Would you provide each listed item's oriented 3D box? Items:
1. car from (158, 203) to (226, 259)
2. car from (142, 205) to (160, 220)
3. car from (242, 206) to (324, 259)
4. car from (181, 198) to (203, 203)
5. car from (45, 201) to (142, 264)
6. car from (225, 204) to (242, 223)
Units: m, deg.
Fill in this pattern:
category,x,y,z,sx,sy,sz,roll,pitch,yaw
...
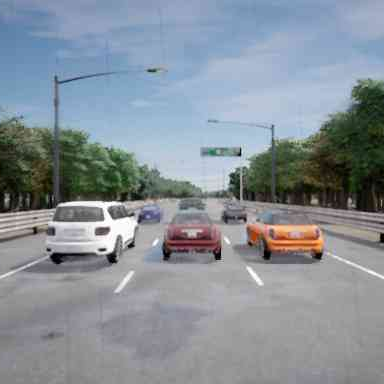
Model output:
category,x,y,z,sx,sy,sz,roll,pitch,yaw
car,0.017,1.493,13.424,2.097,1.767,4.553,0,-1,0
car,-3.478,1.838,28.899,1.812,1.442,4.674,0,0,1
car,3.519,1.493,13.422,2.097,1.767,4.553,0,-1,0
car,0.007,1.523,27.588,2.150,2.045,5.566,0,0,0
car,-3.492,1.357,12.571,2.150,2.045,5.566,0,0,0
car,3.518,1.801,28.503,2.128,1.511,4.902,0,-1,0
